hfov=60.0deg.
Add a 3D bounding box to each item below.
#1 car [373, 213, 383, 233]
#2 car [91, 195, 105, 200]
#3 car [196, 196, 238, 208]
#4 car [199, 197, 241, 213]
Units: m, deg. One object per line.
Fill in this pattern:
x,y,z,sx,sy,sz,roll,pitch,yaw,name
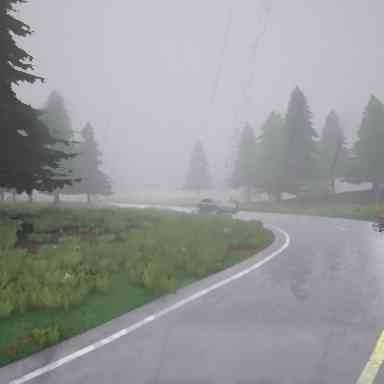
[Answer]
8.842,1.194,13.315,1.895,1.301,4.718,-1,0,13,car
-18.532,1.449,65.467,2.097,1.767,4.553,0,0,-29,car
2.034,1.223,28.410,1.837,1.490,4.892,0,0,-28,car
2.790,1.237,34.047,1.837,1.490,4.892,0,0,-29,car
